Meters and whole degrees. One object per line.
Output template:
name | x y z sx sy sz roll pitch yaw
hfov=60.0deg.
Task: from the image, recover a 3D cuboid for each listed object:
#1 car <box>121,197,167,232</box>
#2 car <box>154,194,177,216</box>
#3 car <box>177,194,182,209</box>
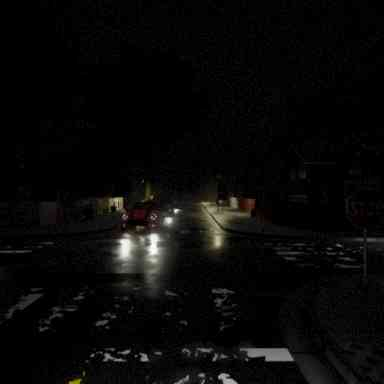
car | -2.896 1.357 20.150 2.097 1.767 4.553 0 0 0
car | -2.922 1.233 32.956 2.150 2.045 5.566 0 0 0
car | -2.927 1.373 45.361 2.097 1.767 4.553 0 0 1
